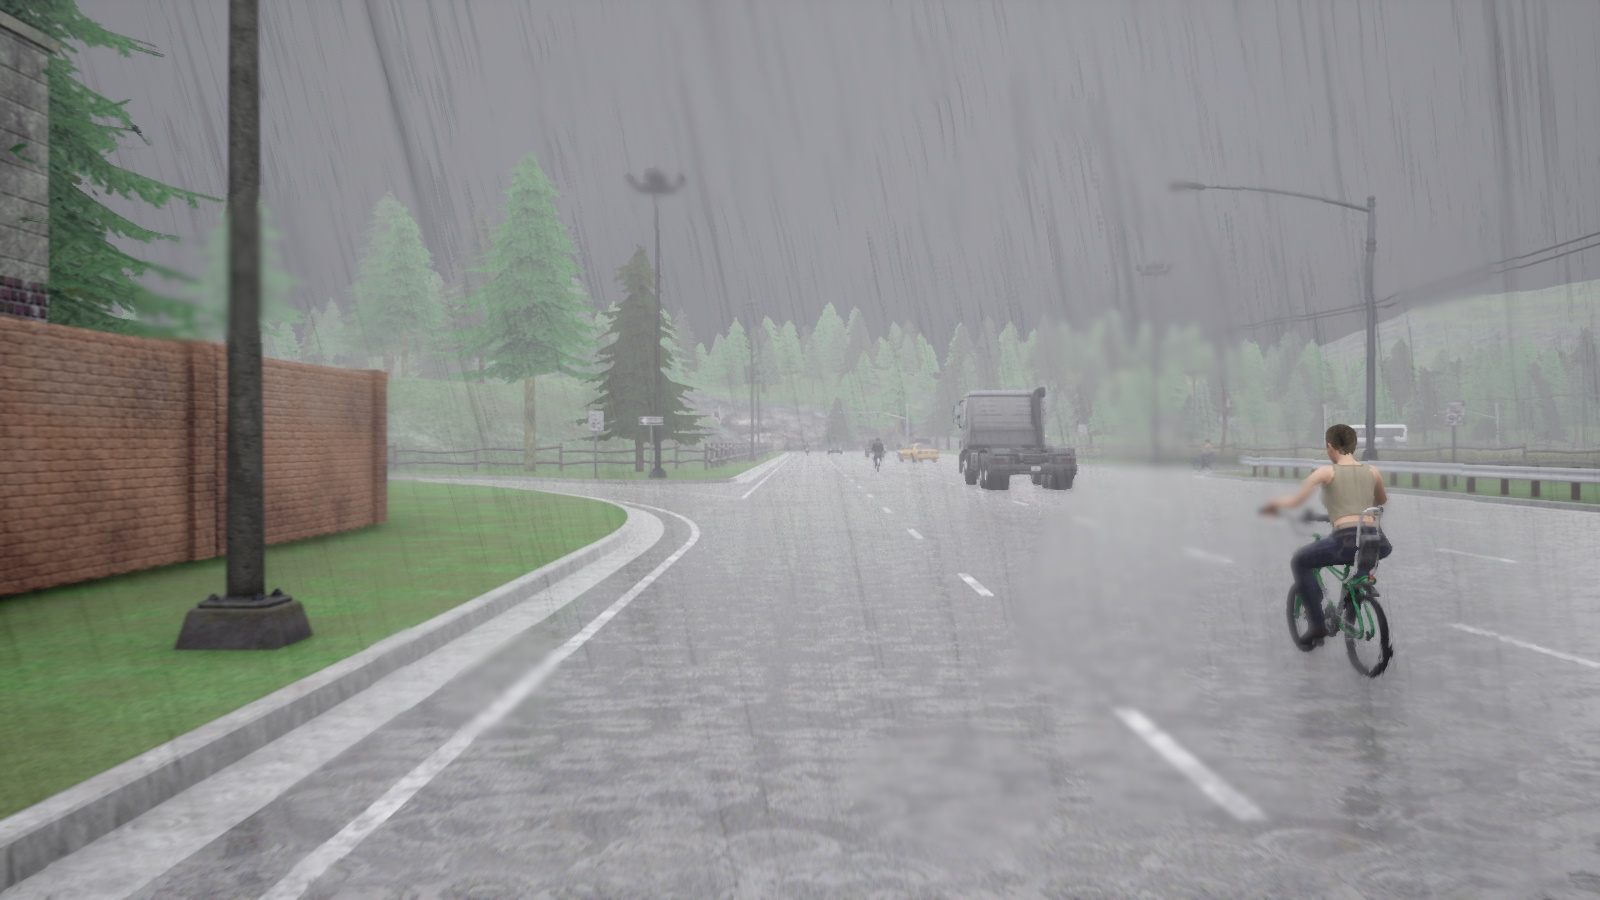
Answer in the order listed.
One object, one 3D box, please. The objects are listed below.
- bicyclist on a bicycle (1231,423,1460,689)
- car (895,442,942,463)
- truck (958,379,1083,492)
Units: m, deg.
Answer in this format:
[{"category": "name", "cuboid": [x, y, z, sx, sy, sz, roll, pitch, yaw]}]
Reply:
[{"category": "bicyclist on a bicycle", "cuboid": [3.568, 0.639, 8.376, 0.866, 1.612, 1.509, 0, 0, 0]}, {"category": "car", "cuboid": [8.885, 0.158, 94.792, 1.801, 1.575, 5.366, 0, 0, -14]}, {"category": "truck", "cuboid": [7.257, -0.469, 42.507, 2.891, 3.462, 7.936, 0, 0, 0]}]
